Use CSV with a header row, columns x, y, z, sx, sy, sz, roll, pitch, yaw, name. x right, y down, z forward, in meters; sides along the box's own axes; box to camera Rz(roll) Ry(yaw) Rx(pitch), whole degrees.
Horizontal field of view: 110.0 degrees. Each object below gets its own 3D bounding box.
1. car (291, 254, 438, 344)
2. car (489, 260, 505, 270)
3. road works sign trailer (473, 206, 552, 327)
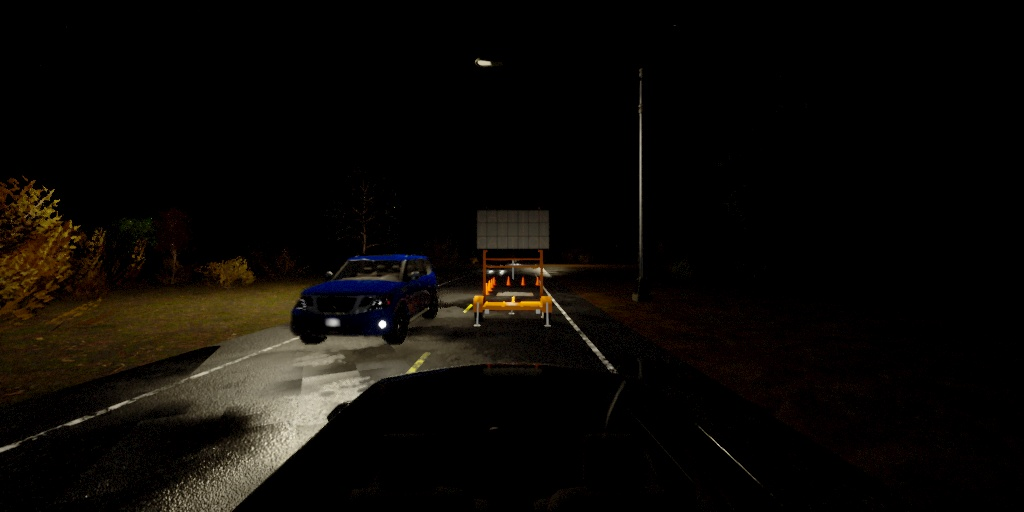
x,y,z,sx,sy,sz,roll,pitch,yaw,name
-3.551,0.971,9.919,2.150,2.045,5.566,0,0,1,car
-2.142,1.219,51.652,1.882,1.535,5.008,0,0,3,car
0.036,0.214,11.589,2.380,3.560,2.880,0,0,1,road works sign trailer
